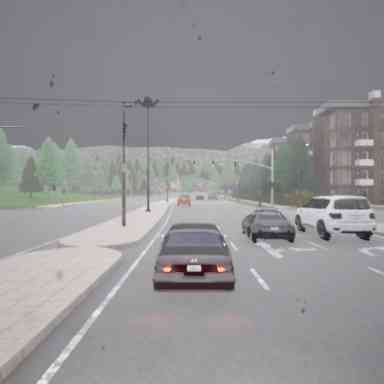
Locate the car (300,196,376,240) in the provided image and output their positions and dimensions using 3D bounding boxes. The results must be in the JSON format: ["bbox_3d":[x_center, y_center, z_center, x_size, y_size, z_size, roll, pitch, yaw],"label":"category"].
[{"bbox_3d":[7.048,1.205,16.935,2.150,2.045,5.566,0,0,0],"label":"car"}]

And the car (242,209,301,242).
[{"bbox_3d":[3.629,1.549,16.332,1.994,1.385,4.181,0,0,2],"label":"car"}]

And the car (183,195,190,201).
[{"bbox_3d":[-1.424,1.444,85.588,1.812,1.442,4.674,0,0,0],"label":"car"}]

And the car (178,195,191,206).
[{"bbox_3d":[-1.295,1.302,54.763,2.097,1.767,4.553,0,0,-1],"label":"car"}]

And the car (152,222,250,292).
[{"bbox_3d":[0.052,1.539,9.016,2.033,1.411,5.357,0,0,0],"label":"car"}]

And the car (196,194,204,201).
[{"bbox_3d":[2.076,1.398,85.622,1.882,1.535,5.008,0,0,0],"label":"car"}]

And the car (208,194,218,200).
[{"bbox_3d":[5.576,1.460,85.626,2.033,1.411,5.357,0,0,0],"label":"car"}]
